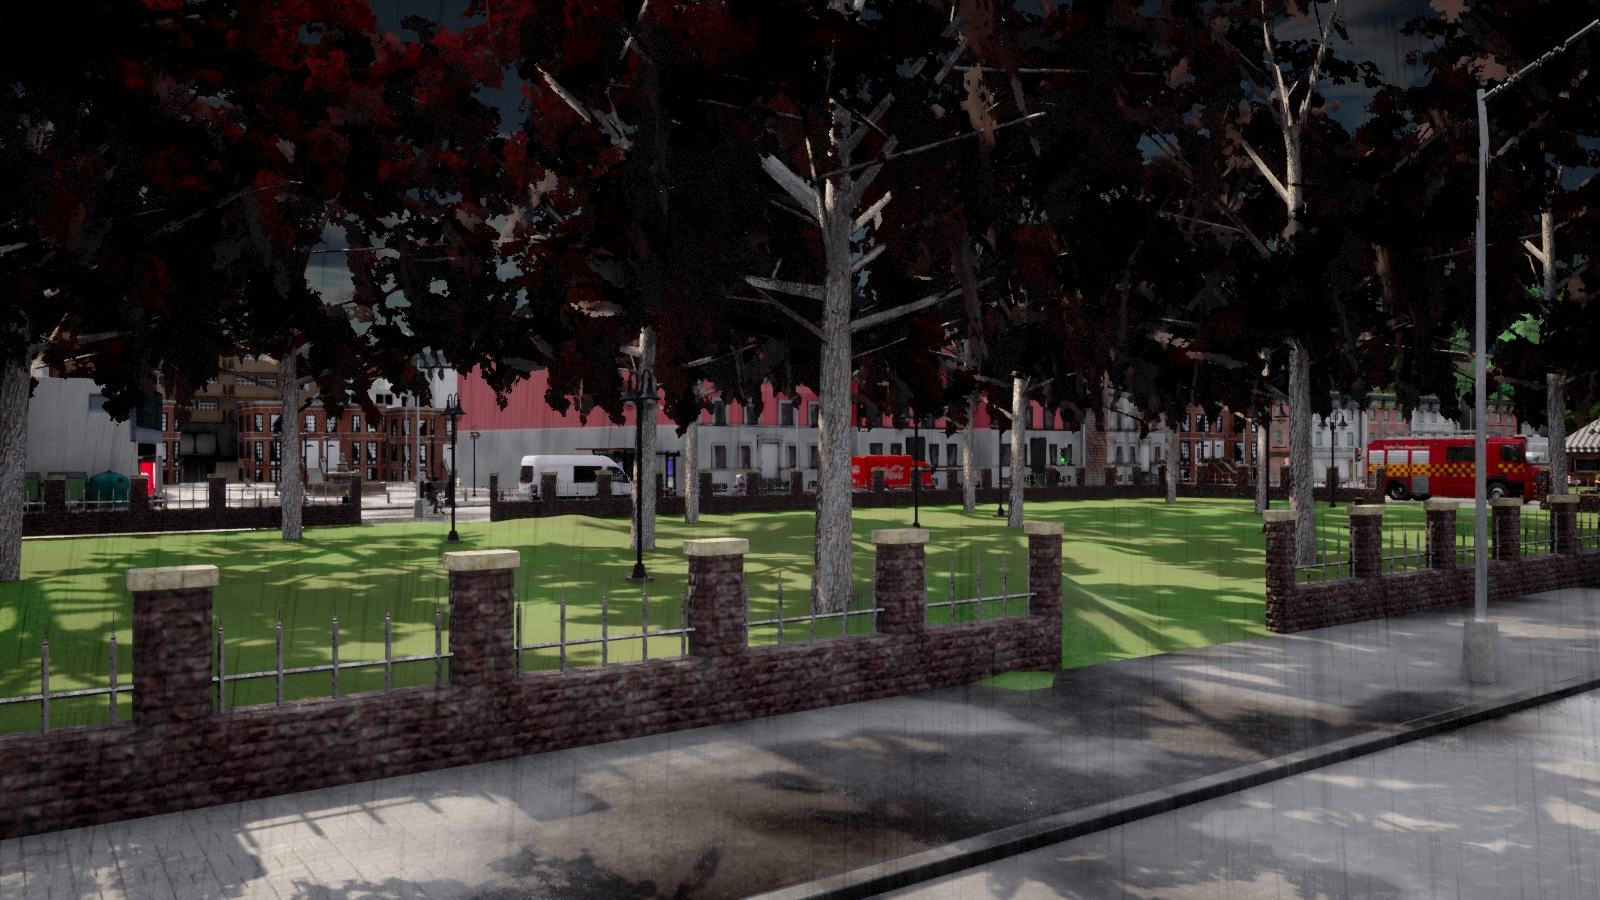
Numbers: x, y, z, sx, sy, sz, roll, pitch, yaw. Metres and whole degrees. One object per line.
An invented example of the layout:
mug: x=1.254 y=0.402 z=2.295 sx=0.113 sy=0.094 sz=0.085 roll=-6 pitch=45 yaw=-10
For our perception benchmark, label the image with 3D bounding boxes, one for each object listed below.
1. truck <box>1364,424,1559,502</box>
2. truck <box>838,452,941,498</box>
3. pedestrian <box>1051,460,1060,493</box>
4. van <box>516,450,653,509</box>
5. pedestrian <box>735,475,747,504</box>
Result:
truck: x=34.631 y=0.645 z=60.204 sx=2.891 sy=3.827 sz=8.468 roll=0 pitch=0 yaw=-34
truck: x=4.972 y=1.332 z=63.180 sx=5.204 sy=2.467 sz=2.627 roll=0 pitch=0 yaw=-35
pedestrian: x=14.567 y=1.505 z=65.213 sx=0.375 sy=1.860 sz=0.375 roll=0 pitch=0 yaw=44
van: x=-9.904 y=1.306 z=52.772 sx=5.915 sy=2.561 sz=1.988 roll=0 pitch=0 yaw=-35
pedestrian: x=-2.686 y=1.793 z=51.941 sx=0.375 sy=1.300 sz=0.375 roll=0 pitch=0 yaw=-35
